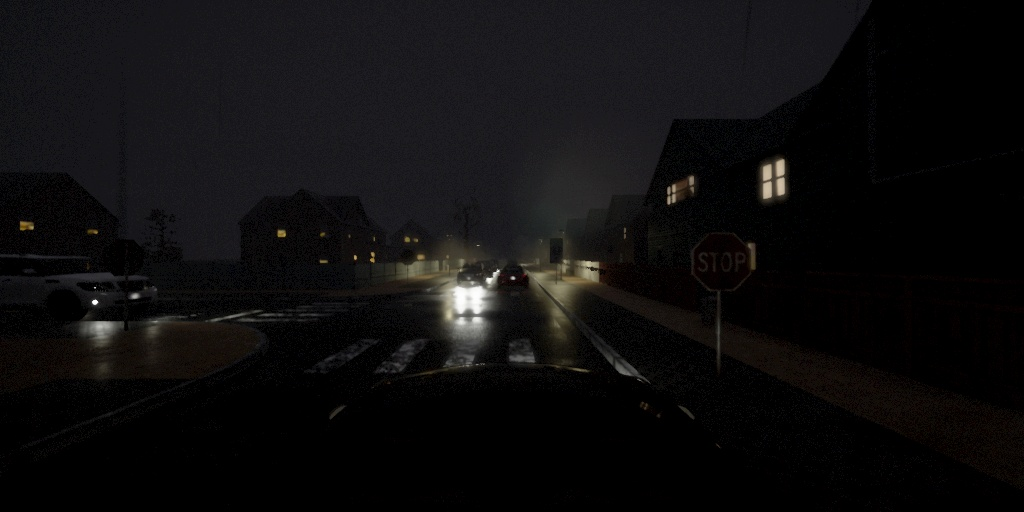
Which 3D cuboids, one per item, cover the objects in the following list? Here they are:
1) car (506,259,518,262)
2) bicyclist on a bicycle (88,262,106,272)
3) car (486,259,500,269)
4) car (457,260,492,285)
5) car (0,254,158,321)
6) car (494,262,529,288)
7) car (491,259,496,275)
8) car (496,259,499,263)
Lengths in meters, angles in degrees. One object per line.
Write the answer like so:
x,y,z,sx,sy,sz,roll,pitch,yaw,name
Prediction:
-0.013,1.270,63.308,1.837,1.490,4.892,0,0,0,car
-20.240,1.094,17.413,0.582,1.620,1.656,0,0,-1,bicyclist on a bicycle
-2.896,1.266,56.257,1.837,1.490,4.892,0,0,0,car
-2.894,1.243,26.498,2.128,1.511,4.902,0,0,0,car
-14.984,0.952,11.602,5.566,2.045,2.150,0,-1,-1,car
0.062,1.315,23.608,1.994,1.385,4.181,0,0,0,car
-2.907,1.231,35.835,1.882,1.535,5.008,0,0,0,car
-2.920,1.283,45.896,1.812,1.442,4.674,0,0,0,car
